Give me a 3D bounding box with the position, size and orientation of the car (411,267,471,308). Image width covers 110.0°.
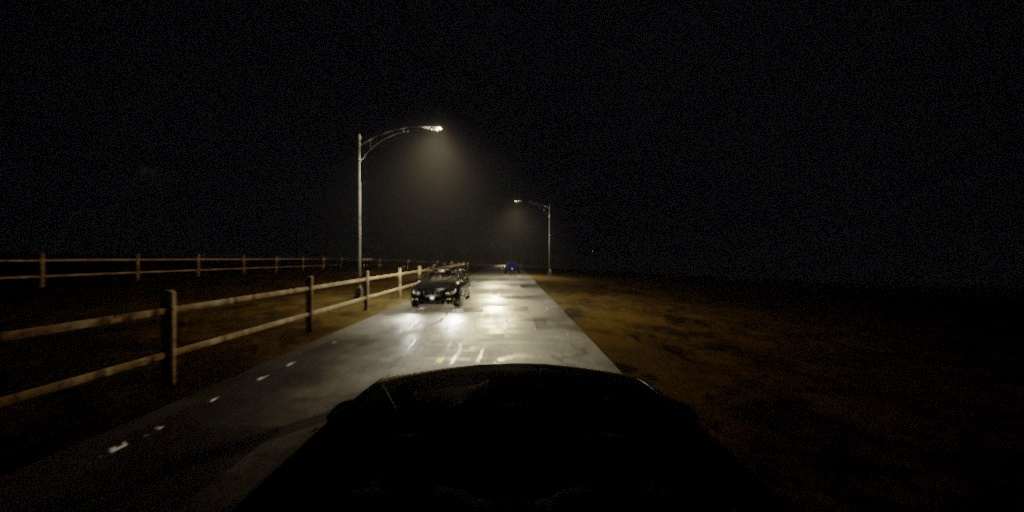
[{"bbox_3d":[-2.867,1.258,15.258,1.837,1.490,4.892,0,0,0],"label":"car"}]

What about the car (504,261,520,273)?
[{"bbox_3d":[0.029,1.396,45.994,1.812,1.442,4.674,0,0,0],"label":"car"}]
